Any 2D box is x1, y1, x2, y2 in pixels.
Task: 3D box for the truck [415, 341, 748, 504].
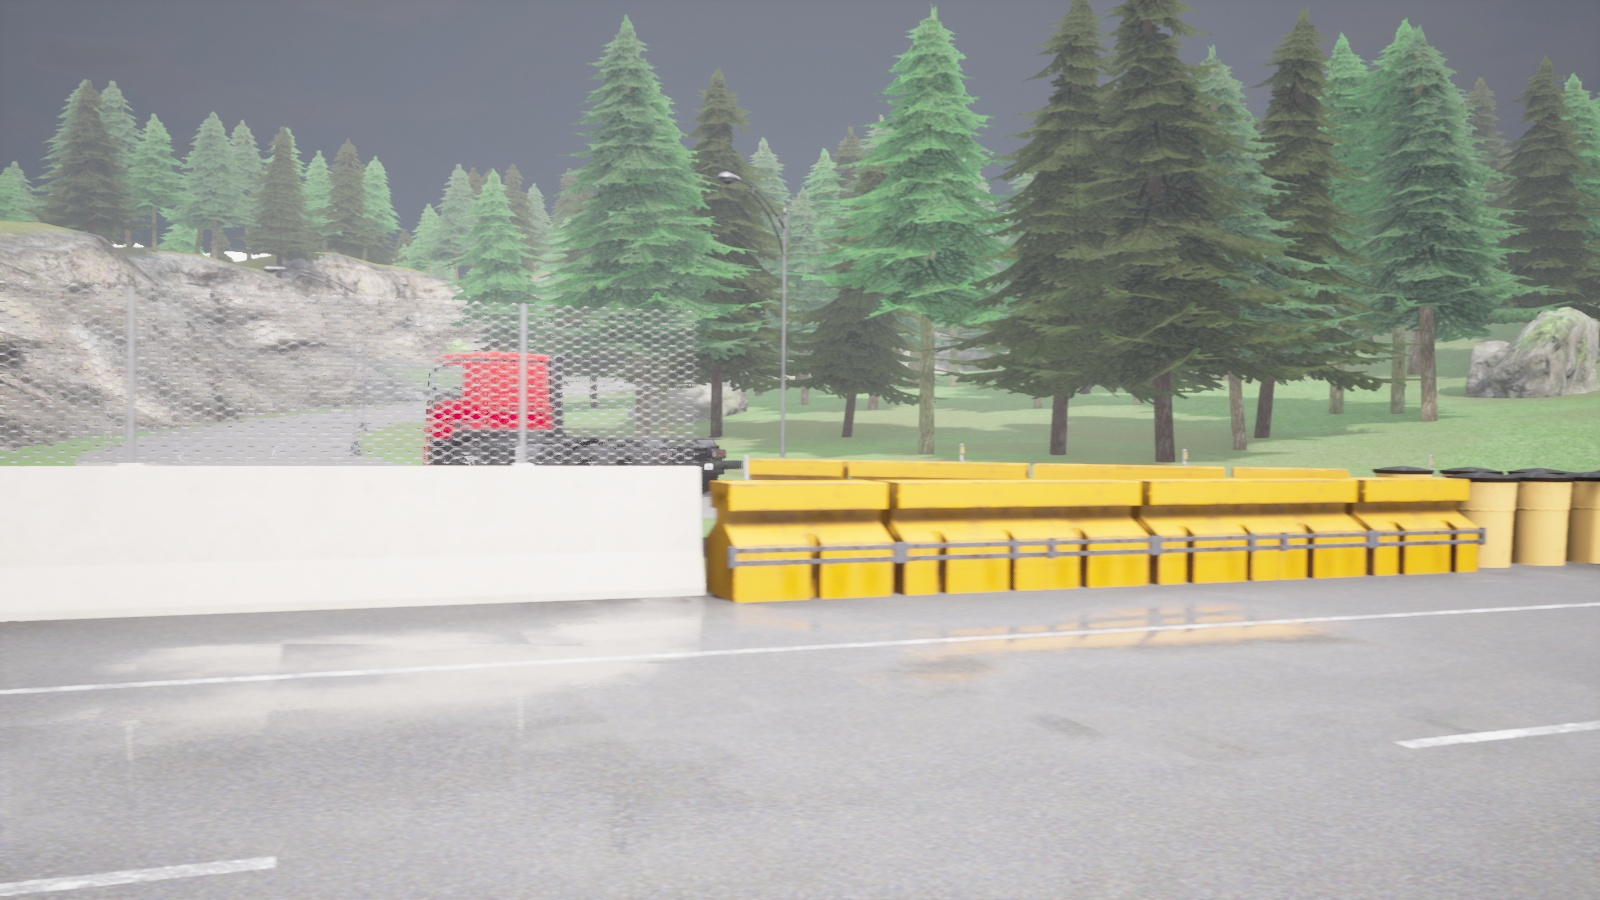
[{"bbox_3d":[-5.343,-0.615,30.025,7.936,3.462,2.891,0,1,33],"label":"truck"}]
